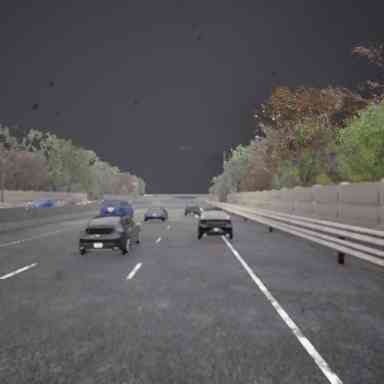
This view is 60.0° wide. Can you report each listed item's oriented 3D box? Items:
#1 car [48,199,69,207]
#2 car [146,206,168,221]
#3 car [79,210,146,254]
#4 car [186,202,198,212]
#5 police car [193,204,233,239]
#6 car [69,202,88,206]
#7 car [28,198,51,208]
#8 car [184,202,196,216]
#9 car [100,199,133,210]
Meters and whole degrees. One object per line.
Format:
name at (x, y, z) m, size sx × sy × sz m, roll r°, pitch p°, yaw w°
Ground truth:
car at (-21.042, 2.359, 54.228) m, size 1.837 × 1.490 × 4.892 m, roll 0°, pitch -1°, yaw 0°
car at (-3.391, 2.065, 32.174) m, size 1.994 × 1.385 × 4.181 m, roll 0°, pitch -1°, yaw 0°
car at (-3.397, 1.723, 14.462) m, size 1.837 × 1.490 × 4.892 m, roll 0°, pitch -1°, yaw 0°
car at (0.010, 2.359, 54.124) m, size 1.837 × 1.490 × 4.892 m, roll 0°, pitch -1°, yaw 0°
police car at (1.229, 1.722, 19.346) m, size 1.930 × 1.638 × 5.238 m, roll 0°, pitch -1°, yaw 0°
car at (-17.554, 2.403, 53.294) m, size 1.994 × 1.385 × 4.181 m, roll 0°, pitch -1°, yaw 0°
car at (-24.532, 2.076, 54.275) m, size 2.150 × 2.045 × 5.566 m, roll 0°, pitch -1°, yaw 1°
car at (0.035, 2.148, 41.164) m, size 1.837 × 1.490 × 4.892 m, roll 0°, pitch -1°, yaw 1°
car at (-6.897, 1.702, 30.881) m, size 2.150 × 2.045 × 5.566 m, roll 0°, pitch -1°, yaw 0°
